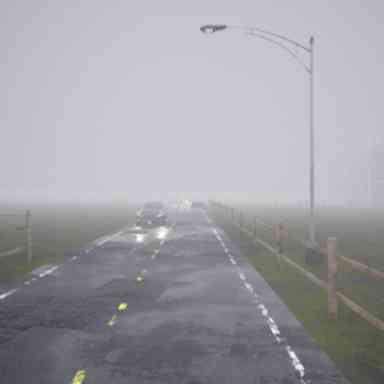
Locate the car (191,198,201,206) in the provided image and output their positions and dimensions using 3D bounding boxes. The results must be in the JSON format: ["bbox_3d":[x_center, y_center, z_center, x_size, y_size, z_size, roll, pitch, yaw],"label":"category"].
[{"bbox_3d":[0.806,1.834,63.434,1.812,1.442,4.674,0,0,0],"label":"car"}]

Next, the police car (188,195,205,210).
[{"bbox_3d":[0.810,1.659,47.545,1.930,1.638,5.238,0,0,0],"label":"police car"}]

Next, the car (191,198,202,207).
[{"bbox_3d":[0.807,1.806,57.435,1.812,1.442,4.674,0,0,0],"label":"car"}]

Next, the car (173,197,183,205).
[{"bbox_3d":[-2.776,1.823,66.854,1.837,1.490,4.892,0,0,0],"label":"car"}]

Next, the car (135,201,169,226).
[{"bbox_3d":[-2.854,1.475,24.660,2.097,1.767,4.553,0,0,0],"label":"car"}]
